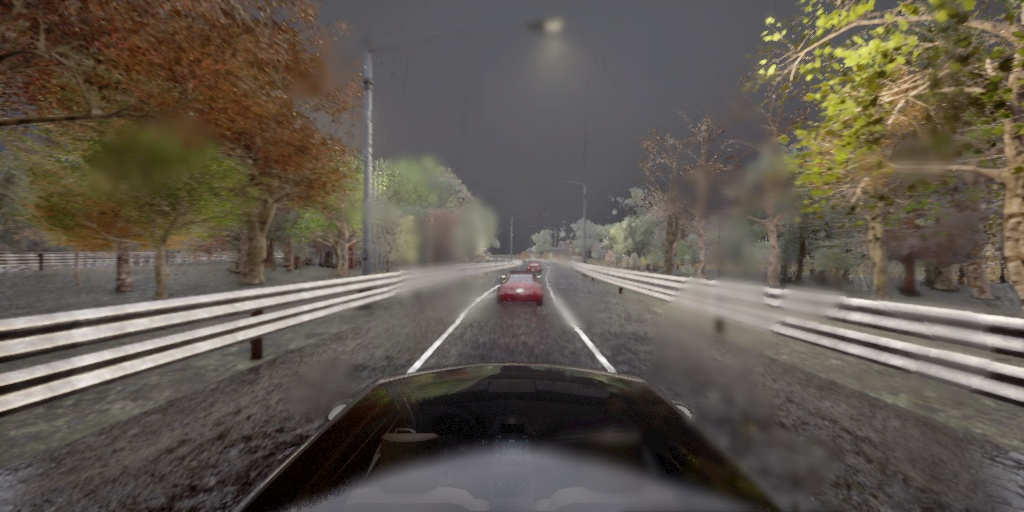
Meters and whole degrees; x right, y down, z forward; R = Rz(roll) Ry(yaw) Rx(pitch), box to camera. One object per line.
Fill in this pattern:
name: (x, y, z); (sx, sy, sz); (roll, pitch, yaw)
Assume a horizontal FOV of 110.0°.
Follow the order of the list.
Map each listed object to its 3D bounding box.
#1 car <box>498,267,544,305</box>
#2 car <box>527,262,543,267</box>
car: (0.445, 1.371, 16.527); (1.994, 1.385, 4.181); (0, 0, 3)
car: (2.743, 1.467, 43.415); (1.812, 1.442, 4.674); (0, 0, 7)
